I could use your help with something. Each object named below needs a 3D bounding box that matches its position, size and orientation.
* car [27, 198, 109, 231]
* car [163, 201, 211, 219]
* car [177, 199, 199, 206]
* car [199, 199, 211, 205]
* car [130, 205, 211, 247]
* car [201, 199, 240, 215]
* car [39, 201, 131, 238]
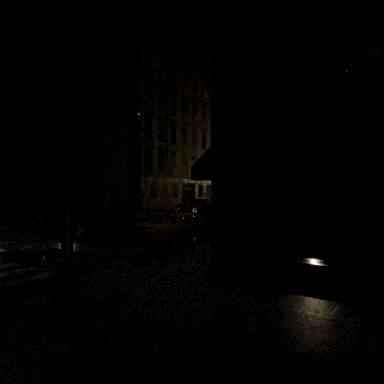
[{"bbox_3d":[-6.959,1.281,19.693,2.192,1.841,5.009,0,0,36],"label":"car"},{"bbox_3d":[-0.357,1.519,28.934,1.947,1.339,4.313,0,0,36],"label":"car"},{"bbox_3d":[0.649,1.320,25.970,2.097,1.767,4.553,0,0,35],"label":"car"},{"bbox_3d":[2.868,1.313,19.639,2.192,1.841,5.009,0,0,36],"label":"car"},{"bbox_3d":[-0.337,1.529,15.158,1.752,1.417,4.829,0,0,36],"label":"car"},{"bbox_3d":[2.944,1.492,33.554,1.887,1.381,4.507,0,0,36],"label":"car"},{"bbox_3d":[-5.187,1.456,17.802,1.882,1.535,5.008,0,0,34],"label":"car"}]
